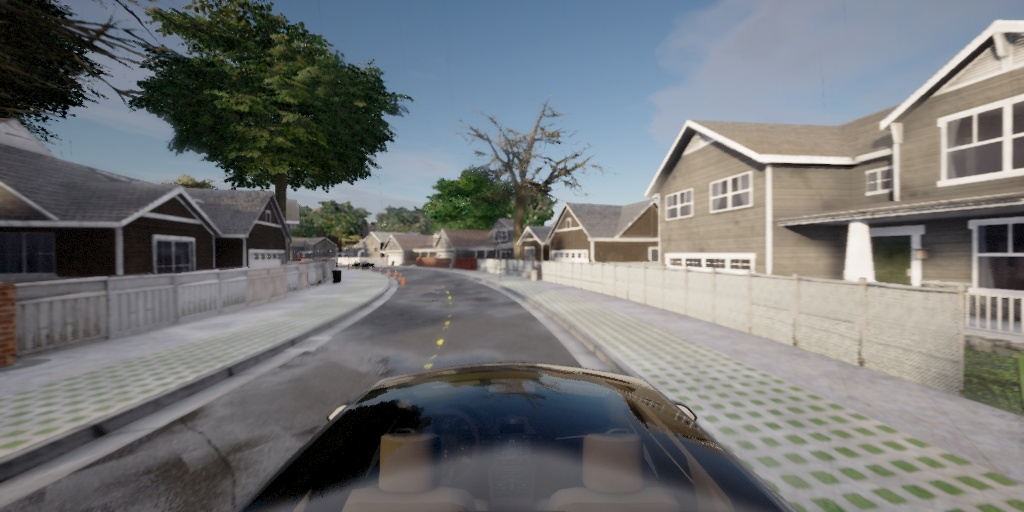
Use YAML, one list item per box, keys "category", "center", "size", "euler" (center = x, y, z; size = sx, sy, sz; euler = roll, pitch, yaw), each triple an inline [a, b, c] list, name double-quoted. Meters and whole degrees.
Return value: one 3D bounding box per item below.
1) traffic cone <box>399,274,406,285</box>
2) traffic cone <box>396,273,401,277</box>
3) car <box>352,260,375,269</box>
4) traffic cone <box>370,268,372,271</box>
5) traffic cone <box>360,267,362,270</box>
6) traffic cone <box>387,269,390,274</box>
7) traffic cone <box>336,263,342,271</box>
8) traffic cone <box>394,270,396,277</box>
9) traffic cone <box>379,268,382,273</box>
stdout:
- category: "traffic cone"
  center: [-7.389, 1.665, 24.354]
  size: [0.340, 0.580, 0.340]
  euler: [0, 0, -17]
- category: "traffic cone"
  center: [-8.984, 1.654, 28.931]
  size: [0.340, 0.580, 0.340]
  euler: [0, 0, -21]
- category: "car"
  center: [-22.601, 1.274, 54.639]
  size: [1.895, 1.301, 4.718]
  euler: [-1, 0, -42]
- category: "traffic cone"
  center: [-18.085, 1.639, 45.992]
  size: [0.340, 0.580, 0.340]
  euler: [0, 0, -35]
- category: "traffic cone"
  center: [-20.997, 1.642, 49.865]
  size: [0.340, 0.580, 0.340]
  euler: [0, 0, -39]
- category: "traffic cone"
  center: [-13.005, 1.641, 37.744]
  size: [0.340, 0.580, 0.340]
  euler: [0, 0, -28]
- category: "traffic cone"
  center: [-27.513, 1.655, 57.033]
  size: [0.340, 0.580, 0.340]
  euler: [0, 0, 44]
- category: "traffic cone"
  center: [-10.858, 1.646, 33.400]
  size: [0.340, 0.580, 0.340]
  euler: [0, 0, -25]
- category: "traffic cone"
  center: [-15.418, 1.639, 41.947]
  size: [0.340, 0.580, 0.340]
  euler: [0, 0, -32]
